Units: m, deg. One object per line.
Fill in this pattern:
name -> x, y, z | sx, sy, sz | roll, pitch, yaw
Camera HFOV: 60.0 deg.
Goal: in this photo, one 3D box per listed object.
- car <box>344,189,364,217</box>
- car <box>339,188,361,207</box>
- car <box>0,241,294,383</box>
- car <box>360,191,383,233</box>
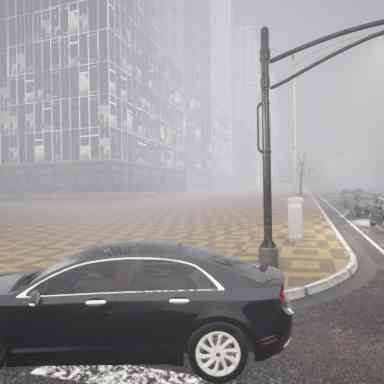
car -> 11.037, 0.759, 20.718 | 1.994, 1.385, 4.181 | -1, 2, 17
car -> 13.025, 0.454, 26.784 | 2.128, 1.511, 4.902 | -1, 2, 18
car -> -1.085, 1.505, 4.775 | 4.892, 1.490, 1.837 | 0, 0, 0
car -> 8.995, 0.928, 14.422 | 2.128, 1.511, 4.902 | -1, 2, 18
